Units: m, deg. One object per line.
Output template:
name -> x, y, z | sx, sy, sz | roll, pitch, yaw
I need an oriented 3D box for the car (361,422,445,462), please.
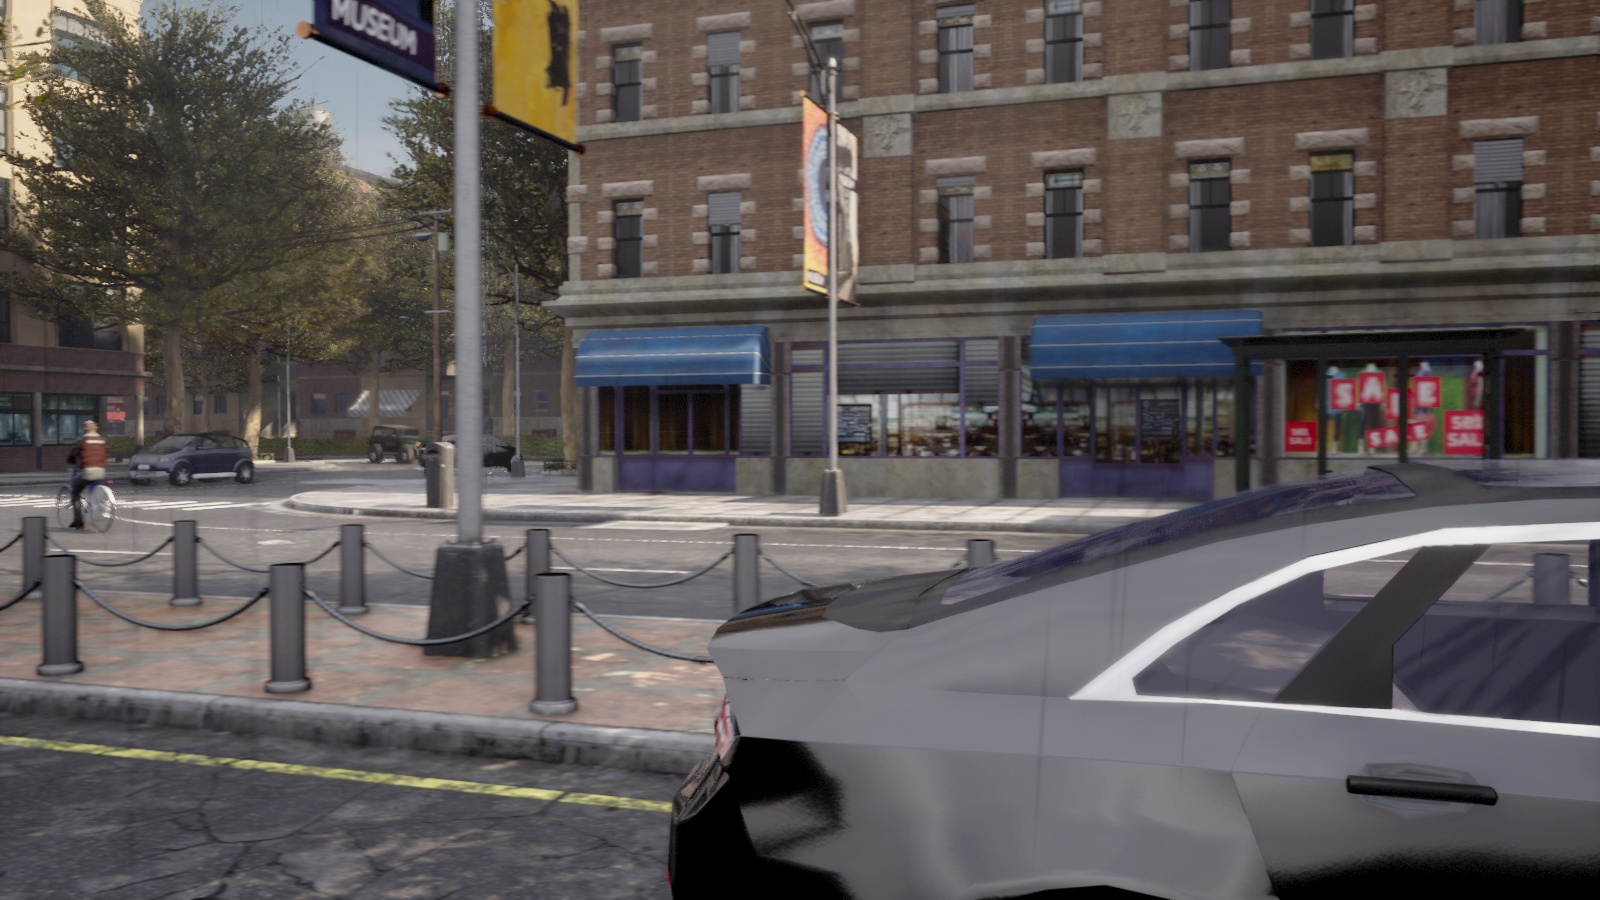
car -> -19.300, -0.427, 60.996 | 3.866, 1.878, 1.905 | 1, 1, 34

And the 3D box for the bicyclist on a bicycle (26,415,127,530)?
bicyclist on a bicycle -> -11.566, 0.332, 20.060 | 1.843, 1.776, 0.659 | 1, 0, 35

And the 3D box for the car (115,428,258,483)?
car -> -18.337, 0.132, 37.708 | 1.789, 1.549, 3.705 | 1, 1, 18

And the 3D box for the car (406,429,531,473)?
car -> -12.027, 0.001, 45.963 | 2.128, 1.511, 4.902 | 1, 1, 18

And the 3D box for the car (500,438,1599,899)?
car -> 2.125, 0.751, 2.477 | 4.902, 1.511, 2.128 | 1, 1, 19
